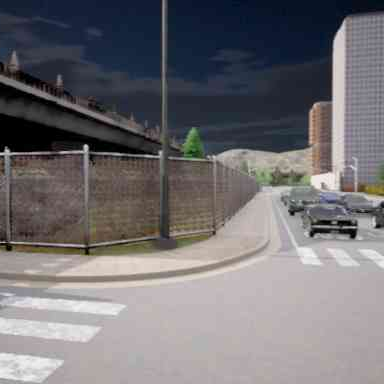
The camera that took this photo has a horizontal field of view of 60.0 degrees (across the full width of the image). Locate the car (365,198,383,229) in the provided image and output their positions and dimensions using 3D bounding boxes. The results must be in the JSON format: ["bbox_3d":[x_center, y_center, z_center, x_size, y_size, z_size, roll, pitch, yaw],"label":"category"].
[{"bbox_3d":[9.738,1.140,15.208,1.837,1.490,4.892,0,1,13],"label":"car"}]

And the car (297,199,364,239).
[{"bbox_3d":[6.138,1.234,15.305,1.895,1.301,4.718,0,1,13],"label":"car"}]

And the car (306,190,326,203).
[{"bbox_3d":[16.168,0.521,43.706,1.837,1.490,4.892,0,1,13],"label":"car"}]

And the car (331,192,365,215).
[{"bbox_3d":[11.754,0.944,24.212,1.837,1.490,4.892,0,1,13],"label":"car"}]

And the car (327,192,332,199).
[{"bbox_3d":[13.899,0.711,33.696,1.882,1.535,5.008,0,1,13],"label":"car"}]

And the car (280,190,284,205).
[{"bbox_3d":[10.519,0.779,34.588,1.994,1.385,4.181,0,1,13],"label":"car"}]

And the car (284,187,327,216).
[{"bbox_3d":[8.297,0.649,24.807,2.150,2.045,5.566,0,1,13],"label":"car"}]
